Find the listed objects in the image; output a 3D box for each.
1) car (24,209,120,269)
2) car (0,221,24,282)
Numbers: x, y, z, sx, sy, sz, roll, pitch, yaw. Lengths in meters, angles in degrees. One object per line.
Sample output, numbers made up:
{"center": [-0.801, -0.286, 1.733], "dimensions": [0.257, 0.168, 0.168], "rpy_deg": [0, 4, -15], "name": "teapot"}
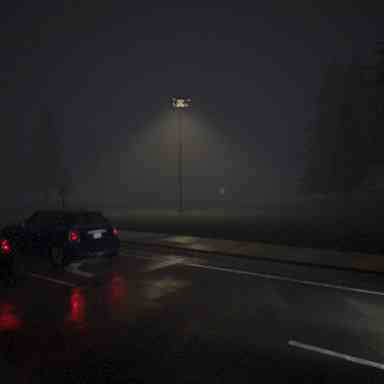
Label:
{"center": [-4.642, 1.352, 11.418], "dimensions": [4.553, 1.767, 2.097], "rpy_deg": [0, 0, 35], "name": "car"}
{"center": [-6.596, 1.352, 8.515], "dimensions": [4.553, 1.767, 2.097], "rpy_deg": [0, 0, 35], "name": "car"}
